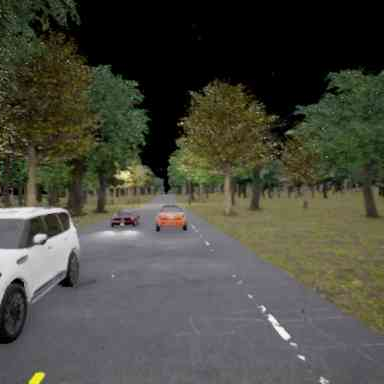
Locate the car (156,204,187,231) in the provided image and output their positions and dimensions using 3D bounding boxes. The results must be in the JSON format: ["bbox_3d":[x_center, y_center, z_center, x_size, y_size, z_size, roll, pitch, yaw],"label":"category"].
[{"bbox_3d":[-1.522,1.755,24.331,2.097,1.767,4.553,-1,-1,-4],"label":"car"}]

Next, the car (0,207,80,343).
[{"bbox_3d":[-4.004,1.383,6.997,2.150,2.045,5.566,-1,-1,-4],"label":"car"}]

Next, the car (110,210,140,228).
[{"bbox_3d":[-5.285,2.102,26.688,1.895,1.301,4.718,-1,-1,-4],"label":"car"}]

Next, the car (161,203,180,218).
[{"bbox_3d":[-2.630,2.167,40.091,2.128,1.511,4.902,-1,-1,-4],"label":"car"}]
